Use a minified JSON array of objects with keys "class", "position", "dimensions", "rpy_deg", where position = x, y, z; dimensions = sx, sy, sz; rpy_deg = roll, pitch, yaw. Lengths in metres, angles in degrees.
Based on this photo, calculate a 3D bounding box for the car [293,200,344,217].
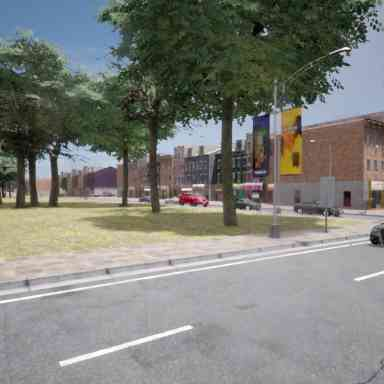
[{"class":"car","position":[12.193,1.589,32.268],"dimensions":[1.837,1.490,4.892],"rpy_deg":[1,0,-35]}]

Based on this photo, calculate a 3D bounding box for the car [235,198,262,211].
[{"class":"car","position":[6.363,1.497,40.457],"dimensions":[1.837,1.490,4.892],"rpy_deg":[1,0,-35]}]

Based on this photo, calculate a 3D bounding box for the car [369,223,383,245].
[{"class":"car","position":[9.581,1.641,14.520],"dimensions":[4.181,1.385,1.994],"rpy_deg":[1,0,-36]}]

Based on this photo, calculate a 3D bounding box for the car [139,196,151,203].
[{"class":"car","position":[-8.779,1.402,66.612],"dimensions":[2.033,1.411,5.357],"rpy_deg":[1,0,-35]}]

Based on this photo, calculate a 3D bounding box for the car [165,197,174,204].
[{"class":"car","position":[-2.907,1.489,58.461],"dimensions":[1.895,1.301,4.718],"rpy_deg":[1,0,-35]}]

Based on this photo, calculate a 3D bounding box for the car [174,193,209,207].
[{"class":"car","position":[0.158,1.137,49.187],"dimensions":[2.150,2.045,5.566],"rpy_deg":[1,0,-35]}]
